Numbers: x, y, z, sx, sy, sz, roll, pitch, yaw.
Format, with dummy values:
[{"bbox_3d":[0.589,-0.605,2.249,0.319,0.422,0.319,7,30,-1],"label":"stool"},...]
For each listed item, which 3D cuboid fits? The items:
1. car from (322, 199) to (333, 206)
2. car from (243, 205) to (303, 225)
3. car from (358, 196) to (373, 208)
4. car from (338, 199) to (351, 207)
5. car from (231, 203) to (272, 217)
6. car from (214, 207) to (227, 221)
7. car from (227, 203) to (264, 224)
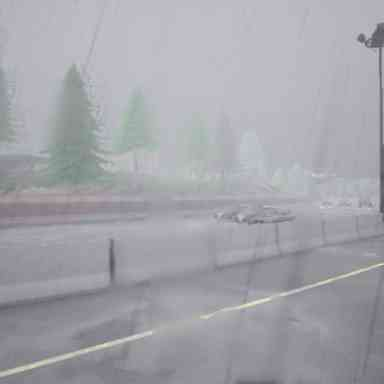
[{"bbox_3d":[27.881,2.127,68.397,1.882,1.535,5.008,-1,-1,28],"label":"car"},{"bbox_3d":[5.663,1.808,22.218,4.181,1.385,1.994,0,-1,-43],"label":"car"},{"bbox_3d":[30.687,1.758,58.793,2.150,2.045,5.566,-1,-1,30],"label":"car"},{"bbox_3d":[29.044,2.098,63.038,1.837,1.490,4.892,-1,-1,30],"label":"car"},{"bbox_3d":[6.872,1.981,38.138,2.033,1.411,5.357,-1,-1,43],"label":"car"},{"bbox_3d":[4.066,1.846,30.312,4.902,1.511,2.128,0,-1,-44],"label":"car"},{"bbox_3d":[5.438,1.794,26.787,4.902,1.511,2.128,0,-1,-43],"label":"car"}]
